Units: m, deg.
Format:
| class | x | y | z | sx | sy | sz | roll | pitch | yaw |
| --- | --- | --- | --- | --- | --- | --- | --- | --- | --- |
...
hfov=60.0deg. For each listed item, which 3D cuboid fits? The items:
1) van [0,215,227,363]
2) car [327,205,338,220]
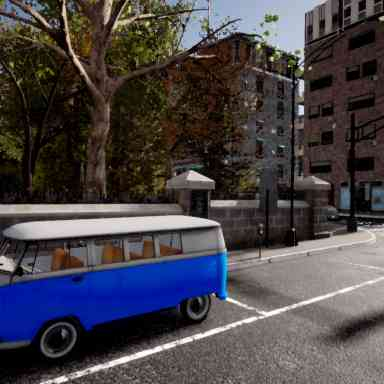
| class | x | y | z | sx | sy | sz | roll | pitch | yaw |
| --- | --- | --- | --- | --- | --- | --- | --- | --- | --- |
| van | -1.253 | 1.342 | 5.608 | 3.998 | 1.788 | 1.690 | 0 | 1 | -36 |
| car | 9.204 | 1.250 | 26.552 | 2.097 | 1.767 | 4.553 | 1 | 0 | -35 |
